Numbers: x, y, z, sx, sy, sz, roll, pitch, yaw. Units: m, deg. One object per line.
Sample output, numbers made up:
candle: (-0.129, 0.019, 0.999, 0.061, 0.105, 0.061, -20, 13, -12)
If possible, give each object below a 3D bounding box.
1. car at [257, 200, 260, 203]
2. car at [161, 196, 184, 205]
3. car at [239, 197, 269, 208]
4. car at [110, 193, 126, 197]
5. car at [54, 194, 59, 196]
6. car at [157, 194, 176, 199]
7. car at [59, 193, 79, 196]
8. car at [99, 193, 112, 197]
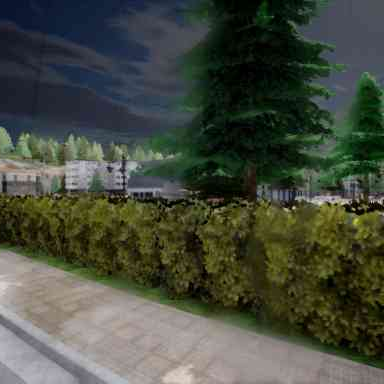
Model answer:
car: (6.580, 1.352, 40.940, 2.097, 1.767, 4.553, 0, 0, 43)
car: (-3.296, 1.374, 56.098, 1.845, 1.501, 3.633, 0, 0, 43)
car: (9.162, 1.528, 49.000, 2.128, 1.511, 4.902, 0, 0, 43)
car: (-10.566, 1.384, 52.768, 1.970, 1.475, 3.806, 0, 0, 43)
car: (-33.228, 1.232, 83.685, 1.970, 1.475, 3.806, 0, 0, 43)
car: (-2.801, 1.221, 36.287, 2.150, 2.045, 5.566, 0, 0, 43)
car: (-28.351, 1.154, 79.501, 2.152, 1.636, 5.027, 0, 0, 43)
car: (-16.680, 1.097, 68.992, 1.932, 1.855, 4.605, 0, 0, 43)
